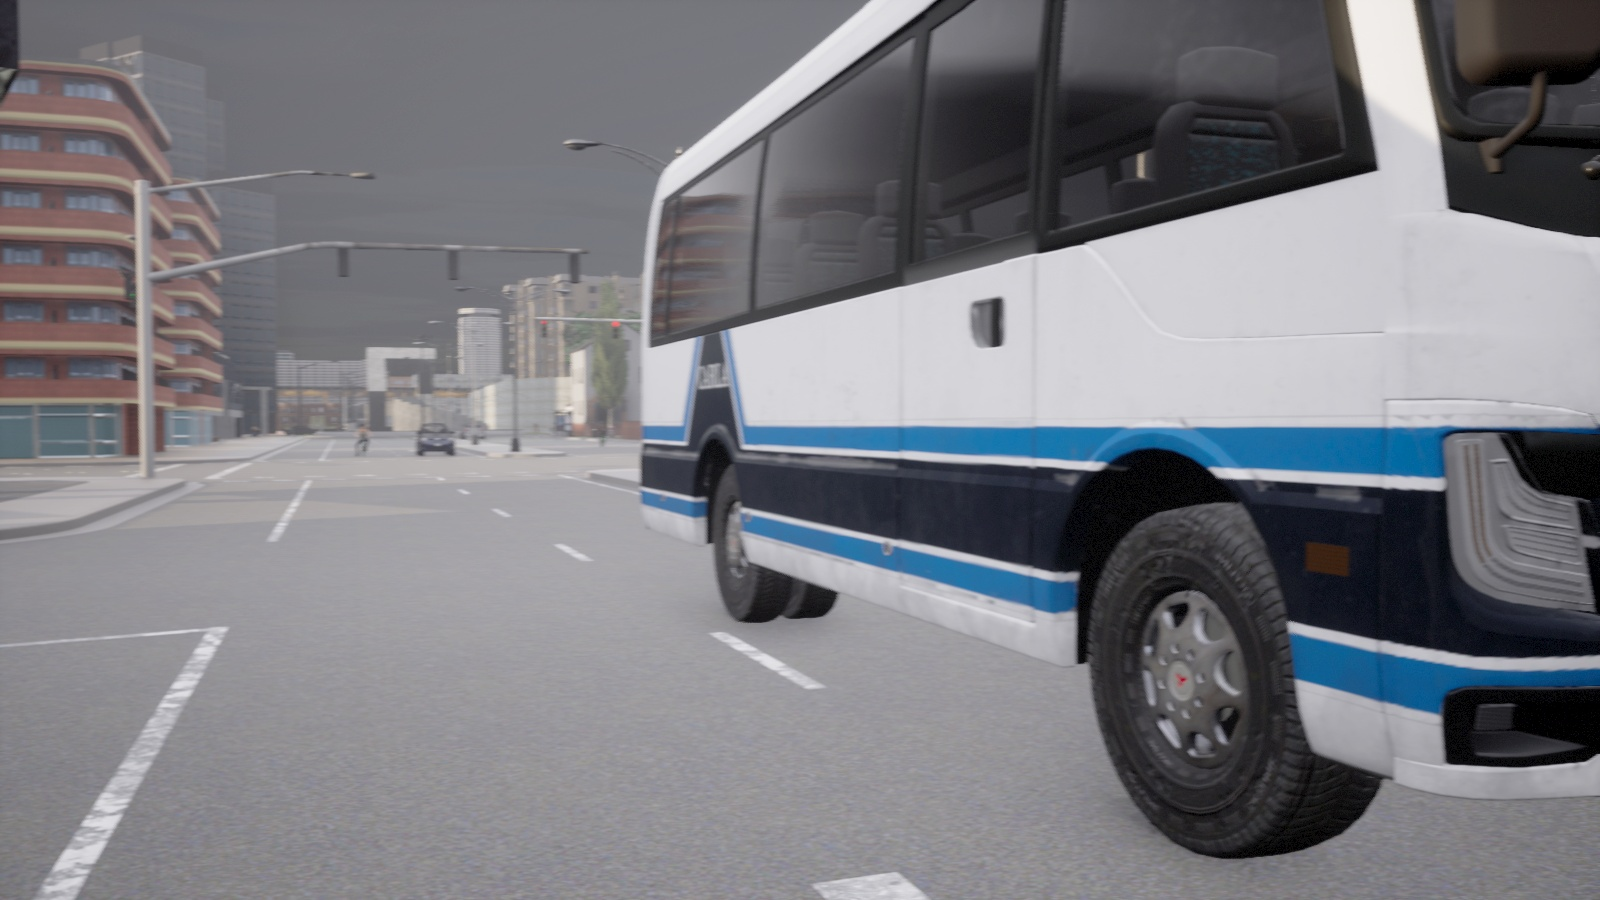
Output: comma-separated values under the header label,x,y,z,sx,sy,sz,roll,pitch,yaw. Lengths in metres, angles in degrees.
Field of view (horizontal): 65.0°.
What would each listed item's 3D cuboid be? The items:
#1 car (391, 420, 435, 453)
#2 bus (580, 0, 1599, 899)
label,x,y,z,sx,sy,sz,roll,pitch,yaw
car,-19.395,-0.698,62.809,1.851,1.617,3.988,0,1,-21
bus,1.597,-0.728,7.824,3.944,4.253,10.273,0,1,-21
